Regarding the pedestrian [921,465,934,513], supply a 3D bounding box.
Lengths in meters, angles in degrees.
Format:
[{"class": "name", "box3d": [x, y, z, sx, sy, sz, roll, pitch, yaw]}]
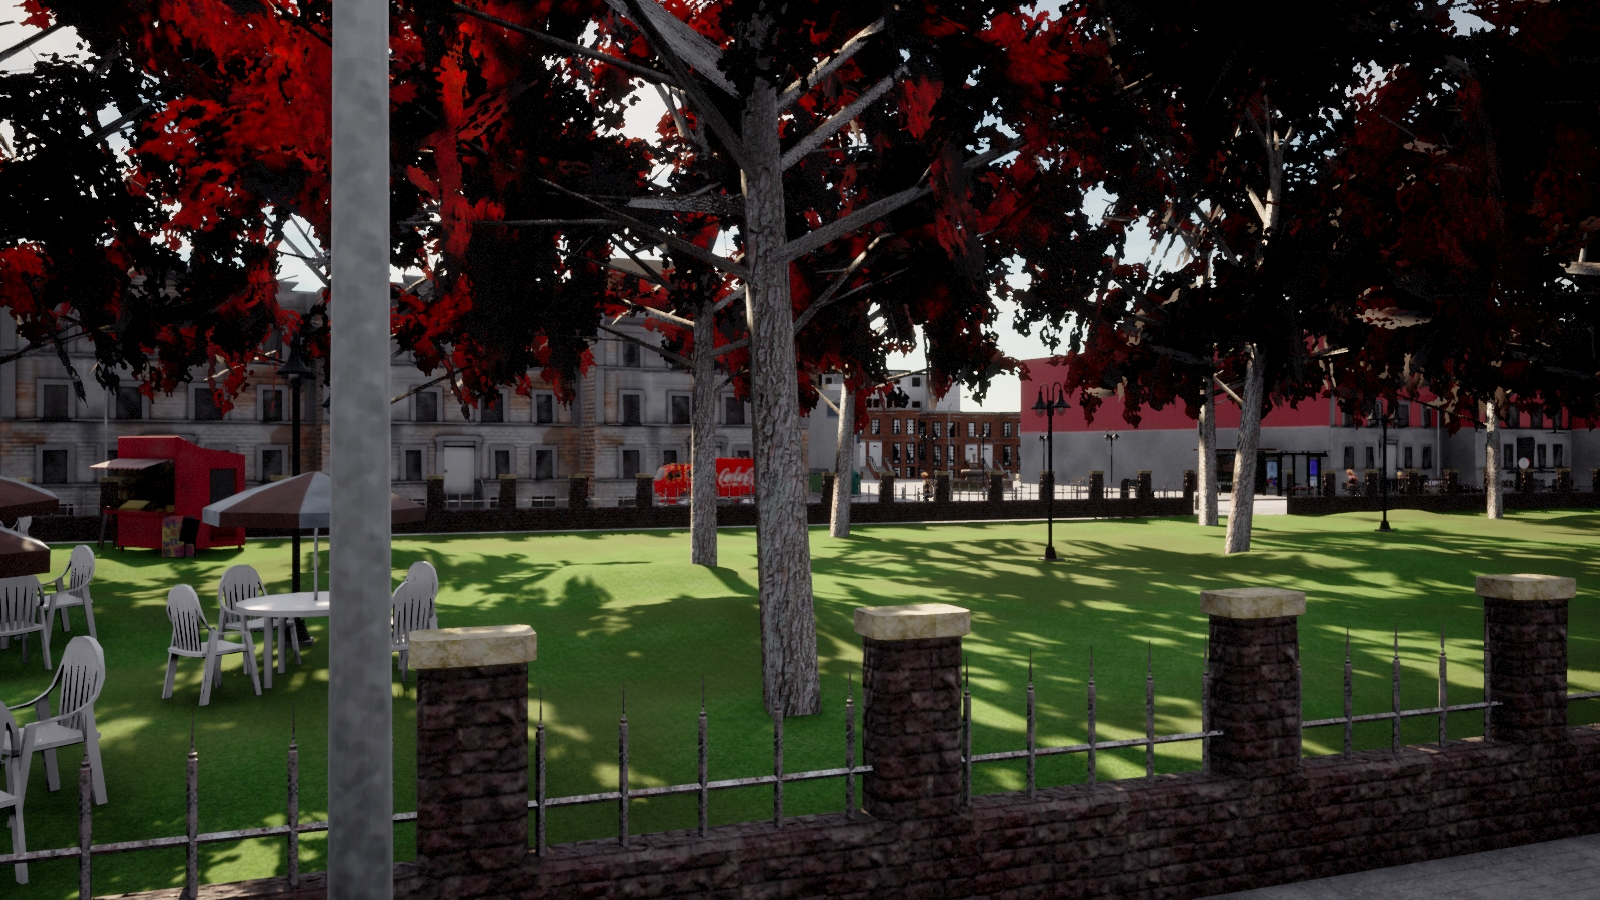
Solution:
[{"class": "pedestrian", "box3d": [4.979, 1.531, 44.758, 0.375, 1.860, 0.375, 0, 0, -19]}]

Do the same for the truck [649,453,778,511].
[{"class": "truck", "box3d": [-3.849, 1.353, 50.613, 5.204, 2.467, 2.627, 0, 0, -20]}]

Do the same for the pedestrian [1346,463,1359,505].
[{"class": "pedestrian", "box3d": [25.042, 1.541, 51.777, 0.375, 1.860, 0.375, 0, 0, -20]}]

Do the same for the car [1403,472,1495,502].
[{"class": "car", "box3d": [34.214, 1.937, 60.233, 4.181, 1.385, 1.994, -1, 0, -20]}]

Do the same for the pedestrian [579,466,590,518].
[{"class": "pedestrian", "box3d": [-7.868, 1.528, 41.707, 0.375, 1.860, 0.375, 0, 0, -16]}]
